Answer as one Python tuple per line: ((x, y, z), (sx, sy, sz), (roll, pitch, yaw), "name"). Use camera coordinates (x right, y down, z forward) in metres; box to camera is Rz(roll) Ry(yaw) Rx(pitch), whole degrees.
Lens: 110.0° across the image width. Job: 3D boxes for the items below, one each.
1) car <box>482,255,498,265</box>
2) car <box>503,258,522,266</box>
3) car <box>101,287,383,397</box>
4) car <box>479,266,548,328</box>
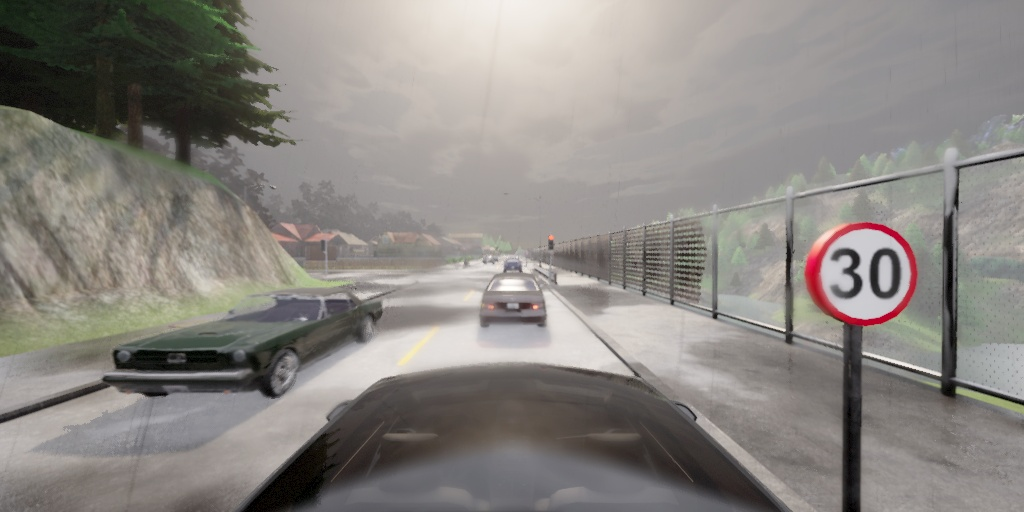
((-4.061, 0.701, 62.830), (2.128, 1.511, 4.902), (0, 1, 1), "car")
((0.077, 0.952, 38.338), (1.812, 1.442, 4.674), (0, 1, 0), "car")
((-4.094, 1.308, 6.588), (1.895, 1.301, 4.718), (0, 1, 0), "car")
((0.046, 1.215, 11.050), (2.033, 1.411, 5.357), (0, 0, 0), "car")
